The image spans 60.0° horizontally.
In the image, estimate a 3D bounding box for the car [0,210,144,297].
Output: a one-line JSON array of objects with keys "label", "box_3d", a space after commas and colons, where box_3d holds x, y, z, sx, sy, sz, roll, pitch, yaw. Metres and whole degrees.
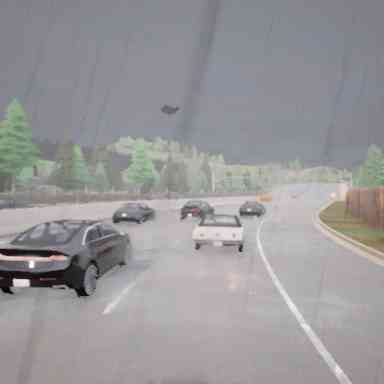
[{"label": "car", "box_3d": [-2.903, 1.429, 8.437, 2.128, 1.511, 4.902, 1, 0, 4]}]

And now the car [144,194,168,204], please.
[{"label": "car", "box_3d": [-6.096, 1.217, 56.954, 1.882, 1.535, 5.008, 1, 0, 25]}]

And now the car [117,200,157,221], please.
[{"label": "car", "box_3d": [-3.923, 1.440, 23.429, 1.994, 1.385, 4.181, 1, 0, 13]}]

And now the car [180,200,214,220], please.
[{"label": "car", "box_3d": [0.500, 1.422, 26.440, 1.837, 1.490, 4.892, 1, 0, 16]}]

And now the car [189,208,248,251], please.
[{"label": "car", "box_3d": [1.249, 1.568, 14.080, 1.895, 1.301, 4.718, 1, 0, 8]}]

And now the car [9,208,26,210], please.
[{"label": "car", "box_3d": [-11.946, 1.297, 20.432, 1.837, 1.490, 4.892, 1, 0, 12]}]

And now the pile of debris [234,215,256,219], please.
[{"label": "pile of debris", "box_3d": [4.564, 2.134, 28.511, 1.500, 0.140, 1.860, 1, 0, 18]}]

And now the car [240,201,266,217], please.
[{"label": "car", "box_3d": [5.639, 1.525, 30.820, 1.994, 1.385, 4.181, 1, 0, 20]}]
